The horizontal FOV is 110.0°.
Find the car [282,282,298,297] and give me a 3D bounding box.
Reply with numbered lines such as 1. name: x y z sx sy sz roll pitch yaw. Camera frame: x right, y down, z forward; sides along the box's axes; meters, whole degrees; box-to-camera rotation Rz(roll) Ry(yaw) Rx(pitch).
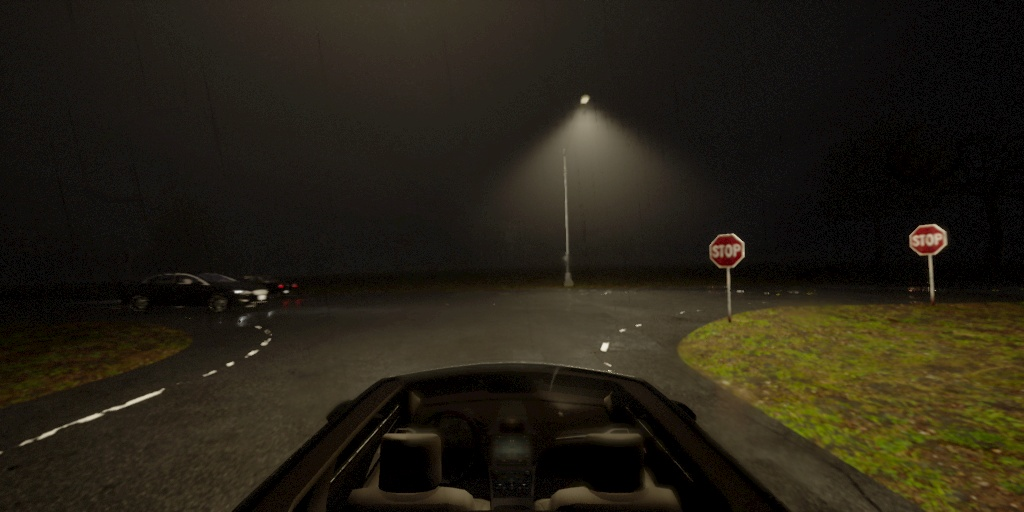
1. car: -15.357 1.829 20.910 4.718 1.301 1.895 -1 -3 0

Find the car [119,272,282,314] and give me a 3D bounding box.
1. car: -12.178 1.352 13.935 4.902 1.511 2.128 0 -2 0
